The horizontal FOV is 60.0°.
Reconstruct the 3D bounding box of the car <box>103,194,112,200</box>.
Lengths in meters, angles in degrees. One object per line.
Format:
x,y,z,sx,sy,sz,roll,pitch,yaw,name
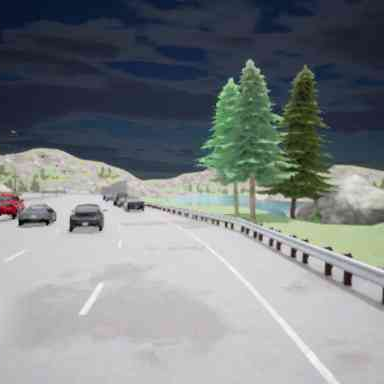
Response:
-20.932,1.186,81.901,1.882,1.535,5.008,0,0,-17,car

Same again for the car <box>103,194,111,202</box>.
-16.375,1.284,66.989,1.812,1.442,4.674,0,0,-17,car

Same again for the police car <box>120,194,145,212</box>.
-6.601,1.346,37.619,1.930,1.638,5.238,0,0,-17,police car

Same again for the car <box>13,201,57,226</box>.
-10.753,1.544,23.384,1.994,1.385,4.181,0,0,-15,car

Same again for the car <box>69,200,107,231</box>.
-6.334,1.474,20.321,1.837,1.490,4.892,0,0,-14,car

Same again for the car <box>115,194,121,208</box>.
-9.487,1.432,47.079,1.812,1.442,4.674,0,0,-17,car

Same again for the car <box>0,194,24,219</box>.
-15.751,1.210,28.278,2.150,2.045,5.566,0,0,-17,car

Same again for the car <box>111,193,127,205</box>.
-11.249,1.121,52.845,2.150,2.045,5.566,0,0,-17,car
